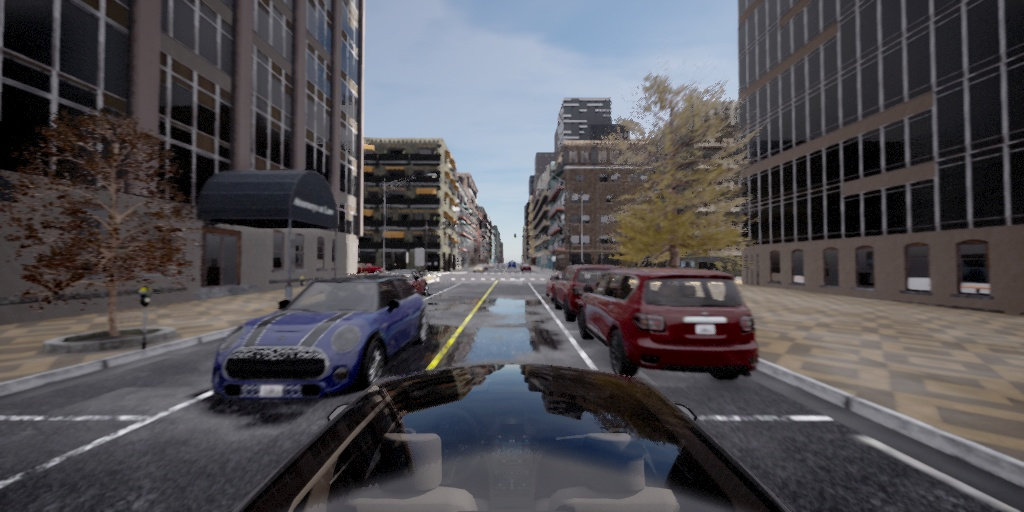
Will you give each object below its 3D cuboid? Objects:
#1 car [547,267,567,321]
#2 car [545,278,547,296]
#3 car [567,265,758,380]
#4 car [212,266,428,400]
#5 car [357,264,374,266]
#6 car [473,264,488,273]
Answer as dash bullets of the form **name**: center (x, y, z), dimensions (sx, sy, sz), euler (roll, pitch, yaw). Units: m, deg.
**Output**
- **car**: center (2.693, 1.219, 12.943), dimensions (2.192, 1.841, 5.009), euler (0, 0, 0)
- **car**: center (2.693, 1.526, 18.503), dimensions (1.888, 1.381, 4.507), euler (0, 0, 0)
- **car**: center (2.693, 1.143, 7.384), dimensions (2.192, 1.841, 5.009), euler (0, 0, 0)
- **car**: center (-3.099, 1.173, 6.868), dimensions (2.097, 1.767, 4.553), euler (0, -1, 0)
- **car**: center (-17.259, 1.576, 42.890), dimensions (4.507, 1.381, 1.888), euler (0, 0, 0)
- **car**: center (-5.685, 2.109, 61.856), dimensions (1.751, 1.417, 4.829), euler (0, 0, 0)
